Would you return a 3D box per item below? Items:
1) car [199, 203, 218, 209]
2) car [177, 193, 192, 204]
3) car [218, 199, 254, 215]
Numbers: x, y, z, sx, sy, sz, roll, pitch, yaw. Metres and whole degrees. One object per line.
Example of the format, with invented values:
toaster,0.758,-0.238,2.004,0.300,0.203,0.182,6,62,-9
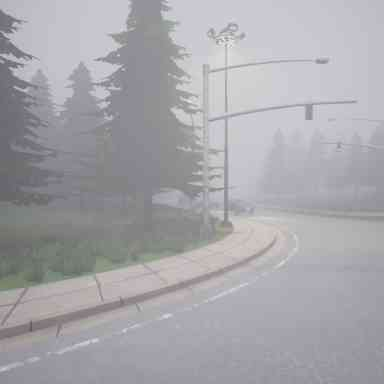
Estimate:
car,2.092,1.601,43.907,1.895,1.301,4.718,0,0,-16
car,-0.830,1.221,54.060,2.150,2.045,5.566,0,0,-17
car,4.735,1.492,34.265,2.128,1.511,4.902,0,0,-15
